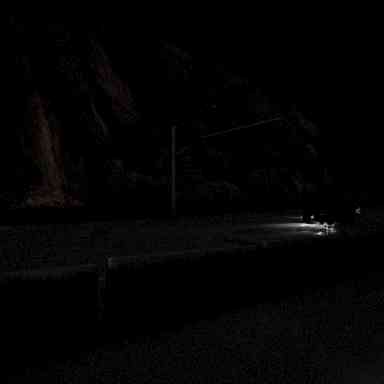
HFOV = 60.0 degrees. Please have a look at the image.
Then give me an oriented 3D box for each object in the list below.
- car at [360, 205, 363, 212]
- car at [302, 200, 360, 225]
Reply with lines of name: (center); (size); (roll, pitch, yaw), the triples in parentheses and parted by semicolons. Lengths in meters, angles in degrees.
car: (13.926, 1.491, 31.251); (5.357, 1.411, 2.033); (0, 0, -36)
car: (9.876, 1.540, 24.012); (4.181, 1.385, 1.994); (0, 0, -36)
